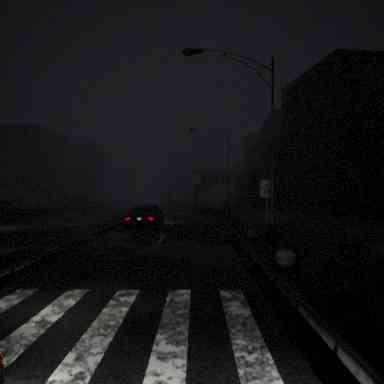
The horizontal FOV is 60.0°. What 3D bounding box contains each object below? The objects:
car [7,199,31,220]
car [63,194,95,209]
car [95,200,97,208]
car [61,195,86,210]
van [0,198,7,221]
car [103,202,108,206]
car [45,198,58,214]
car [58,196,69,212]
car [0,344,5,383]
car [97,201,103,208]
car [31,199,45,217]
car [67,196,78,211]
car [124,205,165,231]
[{"bbox_3d":[-15.895,1.419,26.155,5.008,1.535,2.097,0,0,0],"label":"car"},{"bbox_3d":[-15.924,1.268,42.694,5.566,2.045,2.435,0,-1,0],"label":"car"},{"bbox_3d":[-15.864,1.422,45.448,4.553,1.767,2.185,0,-1,0],"label":"car"},{"bbox_3d":[-15.899,1.493,39.935,5.008,1.535,2.097,0,0,0],"label":"car"},{"bbox_3d":[-16.004,1.189,23.521,4.442,1.987,1.878,0,0,0],"label":"van"},{"bbox_3d":[-15.712,1.614,50.959,5.366,1.575,1.946,0,-1,0],"label":"car"},{"bbox_3d":[-15.898,1.439,31.667,4.892,1.521,2.231,0,0,0],"label":"car"},{"bbox_3d":[-15.898,1.454,34.423,4.892,1.521,2.231,0,0,0],"label":"car"},{"bbox_3d":[-2.892,1.349,1.412,2.097,1.767,4.553,0,0,0],"label":"car"},{"bbox_3d":[-15.900,1.621,48.201,4.674,1.452,2.002,0,-1,0],"label":"car"},{"bbox_3d":[-15.861,1.456,28.911,4.792,1.488,2.163,0,0,0],"label":"car"},{"bbox_3d":[-15.889,1.471,37.179,5.008,1.535,2.097,0,0,0],"label":"car"},{"bbox_3d":[-2.763,1.470,20.138,2.033,1.411,5.357,0,0,0],"label":"car"}]
